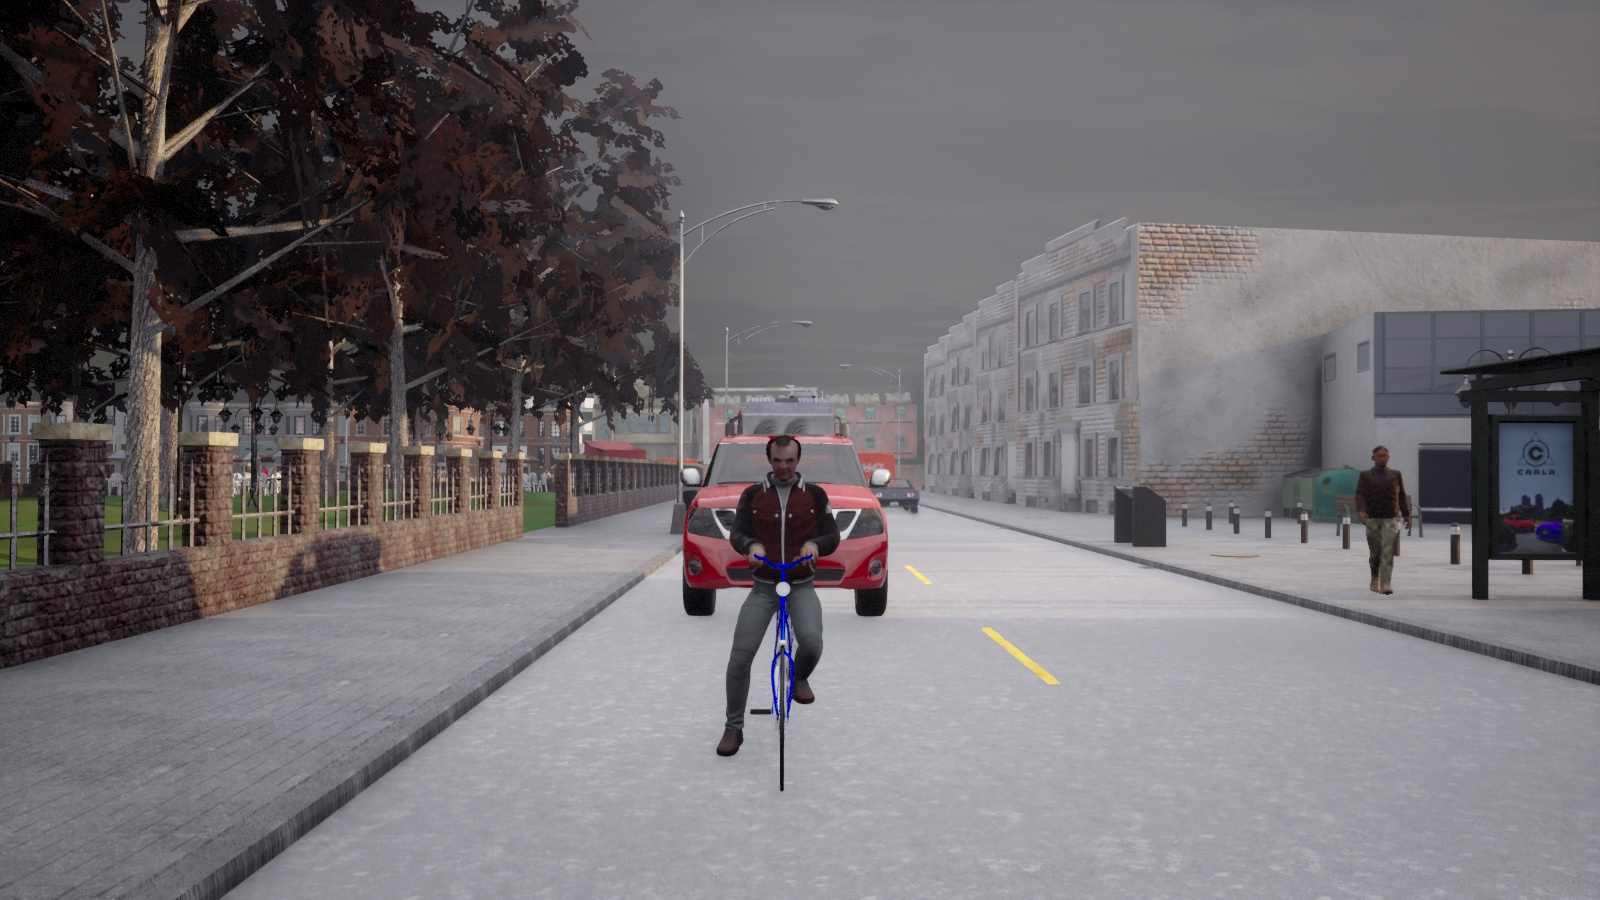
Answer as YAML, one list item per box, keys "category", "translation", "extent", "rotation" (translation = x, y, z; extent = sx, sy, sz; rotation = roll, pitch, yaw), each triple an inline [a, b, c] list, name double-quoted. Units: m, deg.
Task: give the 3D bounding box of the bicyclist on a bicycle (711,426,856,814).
- category: "bicyclist on a bicycle"
  translation: [-0.083, 0.798, 6.689]
  extent: [0.659, 1.776, 1.843]
  rotation: [0, -1, -1]

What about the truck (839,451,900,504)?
- category: "truck"
  translation: [3.349, 1.344, 61.461]
  extent: [2.627, 2.467, 5.204]
  rotation: [0, -1, -1]

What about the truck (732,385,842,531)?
- category: "truck"
  translation: [-0.389, 0.278, 37.431]
  extent: [2.891, 3.827, 8.468]
  rotation: [0, -1, -1]

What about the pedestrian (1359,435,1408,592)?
- category: "pedestrian"
  translation: [7.010, 0.749, 15.107]
  extent: [0.431, 1.840, 0.703]
  rotation: [-1, -1, 18]

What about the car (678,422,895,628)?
- category: "car"
  translation: [-0.171, 0.791, 15.308]
  extent: [2.150, 2.045, 5.566]
  rotation: [0, -1, -1]

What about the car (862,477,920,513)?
- category: "car"
  translation: [3.491, 1.720, 48.909]
  extent: [1.895, 1.301, 4.718]
  rotation: [0, -1, -1]
